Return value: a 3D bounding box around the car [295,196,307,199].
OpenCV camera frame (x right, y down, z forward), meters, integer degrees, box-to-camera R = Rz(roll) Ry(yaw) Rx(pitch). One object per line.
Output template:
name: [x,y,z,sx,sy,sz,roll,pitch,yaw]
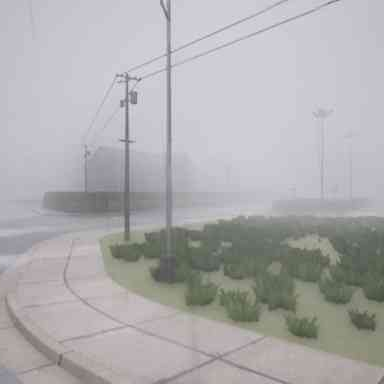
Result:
car: [19.846,1.524,59.977,2.128,1.511,4.902,0,0,34]
